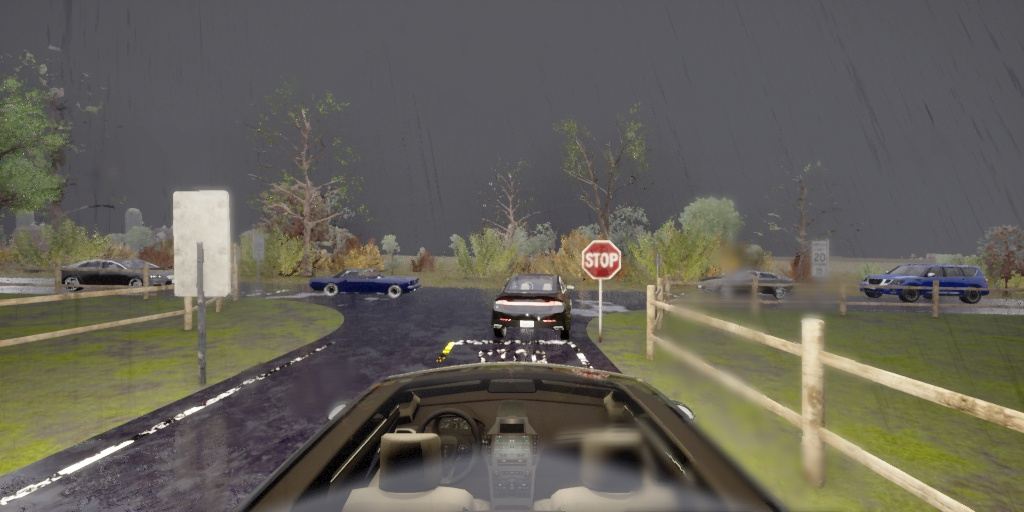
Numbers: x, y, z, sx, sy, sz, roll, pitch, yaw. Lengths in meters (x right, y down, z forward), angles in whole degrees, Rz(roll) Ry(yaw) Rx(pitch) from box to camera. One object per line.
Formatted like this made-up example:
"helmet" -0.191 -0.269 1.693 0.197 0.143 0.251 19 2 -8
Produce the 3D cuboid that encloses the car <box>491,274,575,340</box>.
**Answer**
"car" 0.705 1.240 10.057 2.128 1.511 4.902 0 0 9

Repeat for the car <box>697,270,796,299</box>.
"car" 13.000 1.525 20.017 4.902 1.511 2.128 1 1 0

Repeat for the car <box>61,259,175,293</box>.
"car" -18.493 0.885 17.101 4.902 1.511 2.128 1 1 0

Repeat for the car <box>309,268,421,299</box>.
"car" -6.825 1.248 17.087 4.718 1.301 1.895 1 1 0

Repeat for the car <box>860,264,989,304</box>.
"car" 22.896 1.466 20.008 5.566 2.045 2.150 1 1 0
